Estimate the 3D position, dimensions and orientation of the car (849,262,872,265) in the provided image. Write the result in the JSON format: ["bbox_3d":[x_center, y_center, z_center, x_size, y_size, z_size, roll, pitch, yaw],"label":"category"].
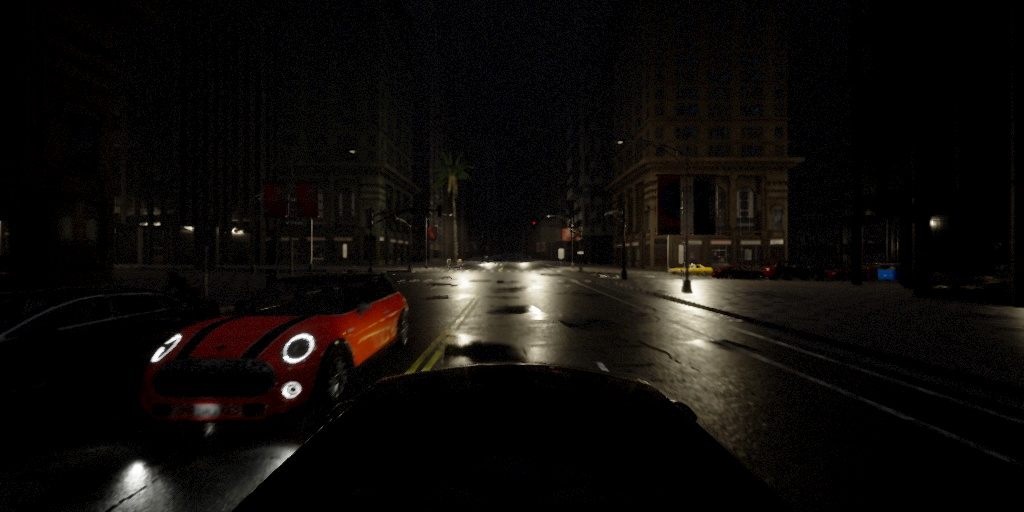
[{"bbox_3d":[40.268,1.619,41.330,5.009,1.841,2.192,0,0,0],"label":"car"}]

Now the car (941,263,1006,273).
[{"bbox_3d":[41.049,1.608,32.777,5.009,1.841,2.192,0,0,0],"label":"car"}]

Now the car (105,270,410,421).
[{"bbox_3d":[-3.350,1.099,6.178,2.097,1.767,4.553,0,0,0],"label":"car"}]

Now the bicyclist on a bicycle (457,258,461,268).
[{"bbox_3d":[-8.206,1.131,56.210,0.866,1.612,1.509,0,0,1],"label":"bicyclist on a bicycle"}]

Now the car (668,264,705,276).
[{"bbox_3d":[20.555,1.564,41.360,4.829,1.417,1.751,0,0,0],"label":"car"}]

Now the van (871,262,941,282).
[{"bbox_3d":[35.963,1.565,32.791,3.998,1.789,1.690,0,0,0],"label":"van"}]

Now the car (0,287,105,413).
[{"bbox_3d":[-6.601,1.241,5.024,2.128,1.511,4.902,0,0,0],"label":"car"}]

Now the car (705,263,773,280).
[{"bbox_3d":[20.701,1.562,32.832,4.507,1.381,1.888,0,0,0],"label":"car"}]

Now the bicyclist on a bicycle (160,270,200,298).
[{"bbox_3d":[-8.711,1.198,9.373,0.582,1.620,1.656,0,0,0],"label":"bicyclist on a bicycle"}]

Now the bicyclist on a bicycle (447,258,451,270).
[{"bbox_3d":[-8.722,1.076,49.423,0.659,1.776,1.843,0,0,1],"label":"bicyclist on a bicycle"}]

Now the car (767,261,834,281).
[{"bbox_3d":[25.788,1.401,32.818,5.009,1.841,2.192,0,0,0],"label":"car"}]

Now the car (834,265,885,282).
[{"bbox_3d":[30.875,1.737,32.804,4.207,1.307,1.802,0,0,0],"label":"car"}]
